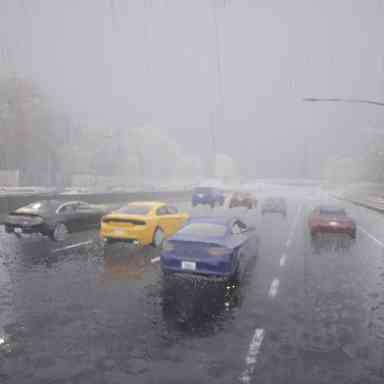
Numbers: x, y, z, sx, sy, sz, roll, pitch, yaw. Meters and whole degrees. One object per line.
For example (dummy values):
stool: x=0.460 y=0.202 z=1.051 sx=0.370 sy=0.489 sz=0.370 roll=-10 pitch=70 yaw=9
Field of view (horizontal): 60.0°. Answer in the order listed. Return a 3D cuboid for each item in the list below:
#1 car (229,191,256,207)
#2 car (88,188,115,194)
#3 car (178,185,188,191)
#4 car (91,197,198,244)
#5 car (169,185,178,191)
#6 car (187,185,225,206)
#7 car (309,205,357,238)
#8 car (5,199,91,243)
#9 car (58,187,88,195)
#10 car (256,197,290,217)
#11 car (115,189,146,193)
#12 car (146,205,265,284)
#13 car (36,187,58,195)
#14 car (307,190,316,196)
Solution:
car: x=5.101 y=0.713 z=32.425 sx=2.097 sy=1.767 sz=4.553 roll=2 pitch=1 yaw=19
car: x=-10.330 y=0.294 z=41.896 sx=2.128 sy=1.511 sz=4.902 roll=2 pitch=1 yaw=19
car: x=-0.709 y=-0.799 z=80.025 sx=2.150 sy=2.045 sz=5.566 roll=2 pitch=1 yaw=19
car: x=-1.570 y=1.128 z=13.181 sx=1.882 sy=1.535 sz=5.008 roll=2 pitch=1 yaw=19
car: x=-4.145 y=-0.730 z=80.811 sx=2.150 sy=2.045 sz=5.566 roll=2 pitch=1 yaw=19
car: x=1.695 y=0.487 z=33.275 sx=2.150 sy=2.045 sz=5.566 roll=2 pitch=1 yaw=19
car: x=6.863 y=1.327 z=16.468 sx=1.994 sy=1.385 sz=4.181 roll=2 pitch=1 yaw=19
car: x=-5.124 y=1.053 z=13.616 sx=2.128 sy=1.511 sz=4.902 roll=2 pitch=1 yaw=19
car: x=-14.098 y=0.323 z=41.729 sx=1.895 sy=1.301 sz=4.718 roll=2 pitch=1 yaw=19
car: x=6.643 y=1.084 z=26.215 sx=2.033 sy=1.411 sz=5.357 roll=2 pitch=1 yaw=19
car: x=-6.970 y=0.377 z=40.908 sx=1.882 sy=1.535 sz=5.008 roll=2 pitch=1 yaw=19
car: x=0.694 y=1.321 z=9.042 sx=1.812 sy=1.442 sz=4.674 roll=2 pitch=1 yaw=19
car: x=-17.558 y=0.107 z=42.405 sx=1.882 sy=1.535 sz=5.008 roll=2 pitch=1 yaw=19
car: x=31.323 y=0.157 z=87.011 sx=2.097 sy=1.767 sz=4.553 roll=2 pitch=1 yaw=19
